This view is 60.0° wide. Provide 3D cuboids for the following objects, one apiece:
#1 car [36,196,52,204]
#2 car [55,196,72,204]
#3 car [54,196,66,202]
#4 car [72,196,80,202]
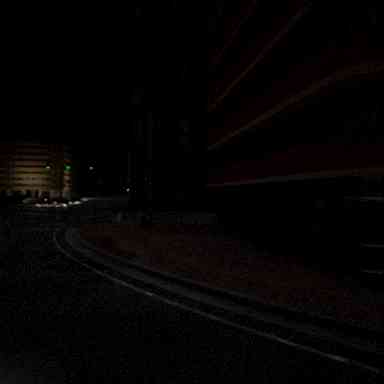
[{"bbox_3d":[-29.710,1.566,66.864,2.097,1.767,4.553,0,0,-11],"label":"car"},{"bbox_3d":[-26.266,1.758,67.478,1.812,1.442,4.674,0,0,-11],"label":"car"},{"bbox_3d":[-32.622,1.800,82.315,1.812,1.442,4.674,0,0,-11],"label":"car"},{"bbox_3d":[-29.182,1.777,82.961,1.882,1.535,5.008,0,0,-11],"label":"car"}]
